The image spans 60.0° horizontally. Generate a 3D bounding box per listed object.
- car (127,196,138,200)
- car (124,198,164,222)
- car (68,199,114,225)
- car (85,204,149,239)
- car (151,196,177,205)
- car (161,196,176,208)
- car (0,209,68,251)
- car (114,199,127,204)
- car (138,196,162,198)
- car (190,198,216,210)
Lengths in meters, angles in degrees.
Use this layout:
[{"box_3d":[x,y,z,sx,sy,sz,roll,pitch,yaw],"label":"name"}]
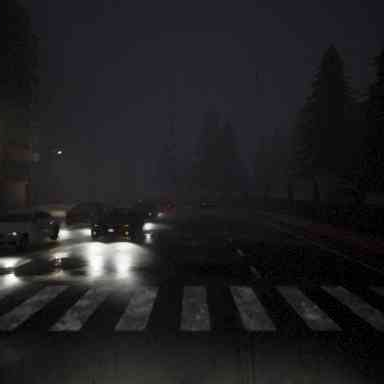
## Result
[{"box_3d":[-8.874,1.339,53.025,2.033,1.411,5.357,0,0,-41],"label":"car"},{"box_3d":[-3.621,1.445,25.845,2.033,1.411,5.357,0,0,0],"label":"car"},{"box_3d":[-7.148,1.387,23.187,1.882,1.535,5.008,0,0,-1],"label":"car"},{"box_3d":[-3.580,1.499,16.653,1.994,1.385,4.181,0,0,0],"label":"car"},{"box_3d":[-4.514,1.316,53.022,1.812,1.442,4.674,0,0,-37],"label":"car"},{"box_3d":[-3.817,1.425,44.413,1.895,1.301,4.718,0,0,-24],"label":"car"},{"box_3d":[-7.082,1.472,13.922,1.812,1.442,4.674,0,0,0],"label":"car"},{"box_3d":[-7.797,1.395,33.383,1.812,1.442,4.674,0,0,-9],"label":"car"},{"box_3d":[-4.654,1.384,35.969,1.812,1.442,4.674,0,0,-11],"label":"car"},{"box_3d":[1.285,1.383,41.182,2.033,1.411,5.357,0,0,-18],"label":"car"}]
